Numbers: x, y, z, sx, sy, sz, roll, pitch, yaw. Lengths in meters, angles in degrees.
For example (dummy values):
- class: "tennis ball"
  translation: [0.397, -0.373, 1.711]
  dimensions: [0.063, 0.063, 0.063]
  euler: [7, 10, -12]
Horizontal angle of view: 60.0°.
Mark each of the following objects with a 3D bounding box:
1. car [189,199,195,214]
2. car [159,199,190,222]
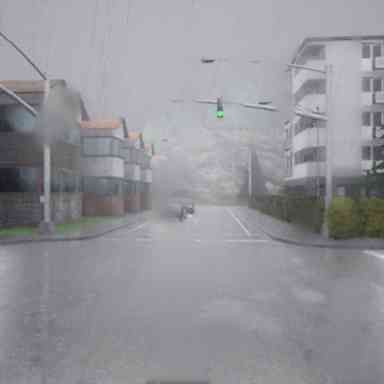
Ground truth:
- class: "car"
  translation: [-0.840, 1.552, 37.796]
  dimensions: [2.097, 1.767, 4.553]
  euler: [0, 0, 4]
- class: "car"
  translation: [-1.522, 1.628, 28.023]
  dimensions: [1.882, 1.535, 5.008]
  euler: [0, 0, 4]
